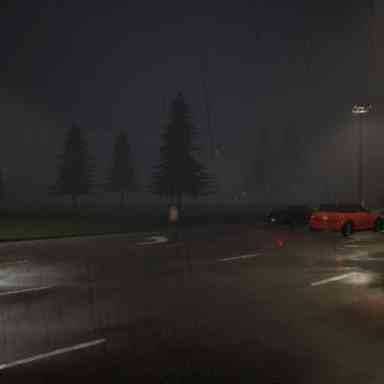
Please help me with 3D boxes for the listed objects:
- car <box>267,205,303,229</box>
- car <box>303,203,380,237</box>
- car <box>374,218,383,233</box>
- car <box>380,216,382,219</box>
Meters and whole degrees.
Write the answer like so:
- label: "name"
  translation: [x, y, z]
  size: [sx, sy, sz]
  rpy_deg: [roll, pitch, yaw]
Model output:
- label: "car"
  translation: [6.896, 1.559, 21.820]
  size: [4.674, 1.442, 1.812]
  rpy_deg: [0, 0, -35]
- label: "car"
  translation: [8.648, 1.385, 18.512]
  size: [4.553, 1.767, 2.097]
  rpy_deg: [0, 0, -35]
- label: "car"
  translation: [7.103, 1.498, 8.809]
  size: [5.008, 1.535, 1.882]
  rpy_deg: [0, 0, -35]
- label: "car"
  translation: [11.369, 1.635, 16.153]
  size: [4.718, 1.301, 1.895]
  rpy_deg: [0, 0, -35]
